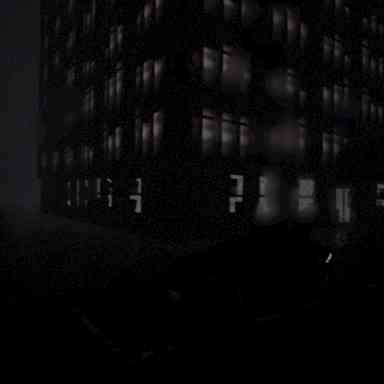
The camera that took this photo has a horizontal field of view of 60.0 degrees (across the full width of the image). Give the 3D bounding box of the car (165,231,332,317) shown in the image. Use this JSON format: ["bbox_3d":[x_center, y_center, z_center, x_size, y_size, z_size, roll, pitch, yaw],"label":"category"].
[{"bbox_3d":[1.454,1.622,7.590,4.313,1.339,1.947,1,0,-36],"label":"car"}]
